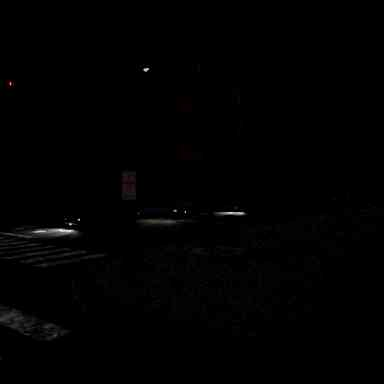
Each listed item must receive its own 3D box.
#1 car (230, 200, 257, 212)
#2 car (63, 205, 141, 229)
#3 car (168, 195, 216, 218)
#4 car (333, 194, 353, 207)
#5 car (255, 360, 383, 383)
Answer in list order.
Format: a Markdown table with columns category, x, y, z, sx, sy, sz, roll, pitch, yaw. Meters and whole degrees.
| category | x | y | z | sx | sy | sz | roll | pitch | yaw |
| --- | --- | --- | --- | --- | --- | --- | --- | --- | --- |
| car | 6.083 | 1.624 | 39.177 | 1.994 | 1.385 | 4.181 | 0 | 0 | 35 |
| car | -5.840 | 1.568 | 22.353 | 2.033 | 1.411 | 5.357 | 0 | 0 | 35 |
| car | 0.102 | 1.260 | 30.746 | 2.150 | 2.045 | 5.566 | 0 | 0 | 34 |
| car | 24.020 | 1.348 | 52.927 | 2.150 | 2.045 | 5.566 | 0 | 0 | 35 |
| car | 2.143 | 1.551 | 1.314 | 4.403 | 1.369 | 2.008 | 0 | 0 | 36 |
